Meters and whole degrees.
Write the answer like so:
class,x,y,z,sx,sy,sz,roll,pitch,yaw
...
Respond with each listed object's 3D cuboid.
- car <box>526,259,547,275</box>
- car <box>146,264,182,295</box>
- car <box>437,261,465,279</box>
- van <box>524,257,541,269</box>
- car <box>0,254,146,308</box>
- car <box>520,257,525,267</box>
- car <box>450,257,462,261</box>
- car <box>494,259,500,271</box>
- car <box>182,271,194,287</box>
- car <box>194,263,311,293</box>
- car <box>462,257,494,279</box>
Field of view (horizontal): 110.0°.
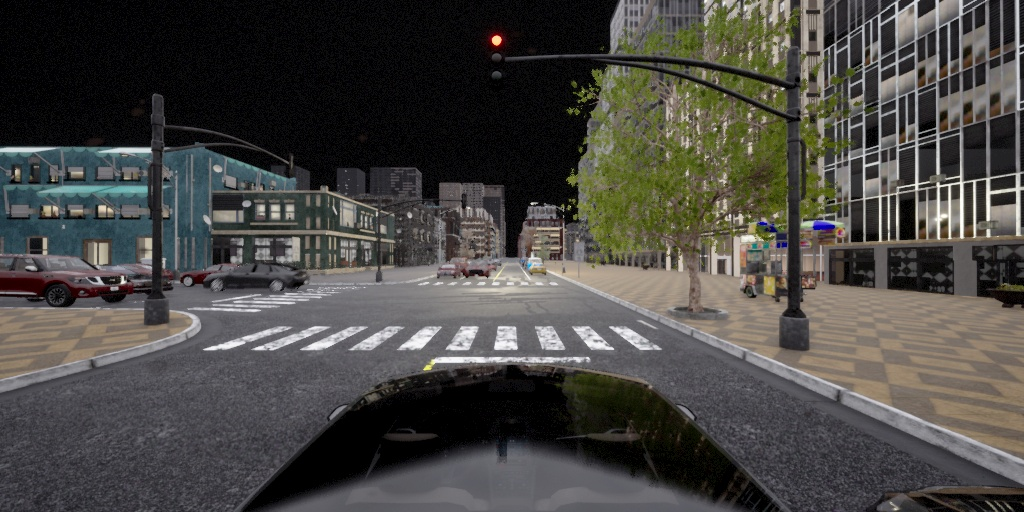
class,x,y,z,sx,sy,sz,roll,pitch,yaw
car,2.727,1.278,38.239,1.751,1.417,4.829,0,0,0
car,-18.225,1.082,15.725,5.357,1.411,2.033,1,0,-1
car,-5.659,1.334,32.524,1.802,1.307,4.207,0,0,0
van,2.732,1.094,43.621,1.690,1.789,3.998,0,0,0
car,-17.147,0.850,13.147,5.009,1.841,2.192,0,0,-1
car,2.742,1.305,54.723,2.007,1.370,4.403,0,0,0
car,-5.654,1.067,38.075,2.192,1.841,5.009,0,0,0
car,-3.052,1.316,47.875,1.994,1.385,4.181,0,0,0
car,-17.257,1.121,21.527,4.507,1.381,1.888,0,0,-1
car,-13.403,1.115,18.990,4.892,1.490,1.837,1,1,-4
car,-3.069,1.105,33.027,2.097,1.767,4.553,0,0,0
